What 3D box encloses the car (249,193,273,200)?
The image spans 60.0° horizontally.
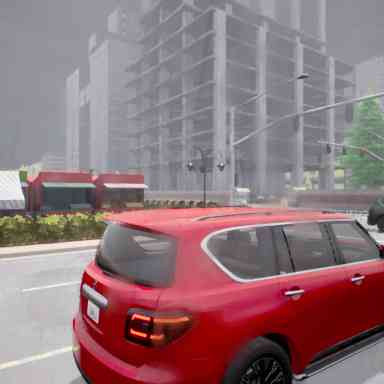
[{"bbox_3d":[11.661,1.114,58.199,1.905,1.878,3.866,0,0,-36],"label":"car"}]

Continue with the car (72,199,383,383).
[{"bbox_3d":[1.259,1.221,4.687,5.566,2.045,2.150,0,0,-35],"label":"car"}]

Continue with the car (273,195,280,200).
[{"bbox_3d":[14.052,1.114,59.913,1.905,1.878,3.866,0,0,-36],"label":"car"}]

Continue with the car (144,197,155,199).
[{"bbox_3d":[-5.348,1.422,41.328,1.882,1.535,5.008,0,0,-36],"label":"car"}]

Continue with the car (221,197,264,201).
[{"bbox_3d":[3.511,1.422,29.118,1.882,1.535,5.008,0,0,-36],"label":"car"}]

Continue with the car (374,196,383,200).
[{"bbox_3d":[12.151,1.205,17.219,2.150,2.045,5.566,0,0,-36],"label":"car"}]
